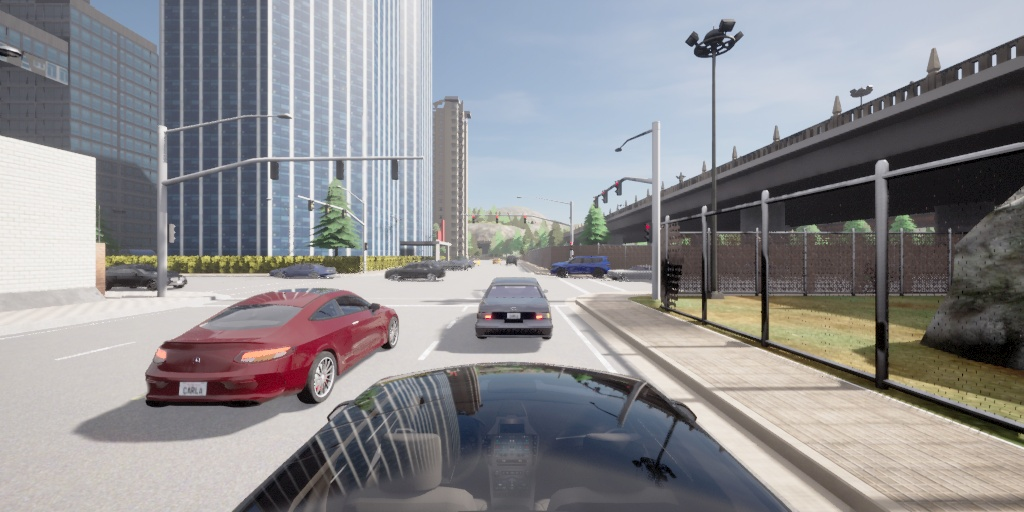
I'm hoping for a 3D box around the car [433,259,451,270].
[{"bbox_3d":[-10.690,1.276,54.993,1.812,1.442,4.674,0,0,0],"label":"car"}]

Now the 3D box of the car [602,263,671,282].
[{"bbox_3d":[10.151,1.406,29.091,4.718,1.301,1.895,0,0,-2],"label":"car"}]

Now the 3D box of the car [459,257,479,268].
[{"bbox_3d":[-7.182,1.297,58.765,2.033,1.411,5.357,0,0,0],"label":"car"}]

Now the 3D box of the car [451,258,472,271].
[{"bbox_3d":[-7.177,1.314,49.527,1.994,1.385,4.181,0,0,0],"label":"car"}]

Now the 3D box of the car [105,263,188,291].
[{"bbox_3d":[-22.583,1.331,21.823,4.674,1.442,1.812,0,0,0],"label":"car"}]

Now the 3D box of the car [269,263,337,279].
[{"bbox_3d":[-18.856,1.354,32.520,5.357,1.411,2.033,0,0,0],"label":"car"}]

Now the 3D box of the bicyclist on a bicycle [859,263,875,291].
[{"bbox_3d":[18.267,1.106,18.188,0.582,1.620,1.656,0,0,0],"label":"bicyclist on a bicycle"}]

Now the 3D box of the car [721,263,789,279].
[{"bbox_3d":[22.097,1.353,32.687,5.357,1.411,2.033,0,0,0],"label":"car"}]

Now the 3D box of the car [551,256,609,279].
[{"bbox_3d":[6.356,1.020,33.201,5.566,2.045,2.150,0,0,8],"label":"car"}]

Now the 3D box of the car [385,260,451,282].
[{"bbox_3d":[-7.773,1.285,29.065,4.892,1.490,1.837,0,0,0],"label":"car"}]

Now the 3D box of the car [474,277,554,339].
[{"bbox_3d":[0.079,1.297,10.013,2.033,1.411,5.357,0,0,1],"label":"car"}]

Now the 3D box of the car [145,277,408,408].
[{"bbox_3d":[-3.449,1.276,6.193,1.812,1.442,4.674,0,0,0],"label":"car"}]

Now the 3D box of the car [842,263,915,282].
[{"bbox_3d":[29.778,1.297,29.212,4.902,1.511,2.128,0,0,0],"label":"car"}]
